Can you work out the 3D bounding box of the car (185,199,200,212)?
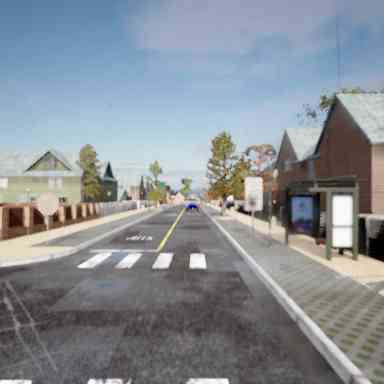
[{"bbox_3d":[0.097,2.206,50.062,1.812,1.442,4.674,0,-1,0],"label":"car"}]
